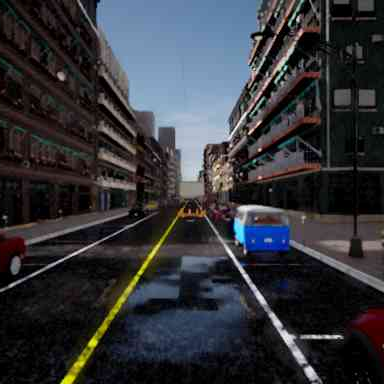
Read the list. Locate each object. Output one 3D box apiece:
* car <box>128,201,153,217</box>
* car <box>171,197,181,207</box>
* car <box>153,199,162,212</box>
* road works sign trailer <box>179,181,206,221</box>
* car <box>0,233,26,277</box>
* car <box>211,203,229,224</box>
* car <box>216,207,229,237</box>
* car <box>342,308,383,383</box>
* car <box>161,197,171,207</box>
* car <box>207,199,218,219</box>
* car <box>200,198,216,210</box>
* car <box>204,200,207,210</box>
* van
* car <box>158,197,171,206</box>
[{"bbox_3d":[-5.711,1.932,36.062,1.947,1.339,4.313,0,-1,0],"label":"car"},{"bbox_3d":[-3.066,1.998,64.644,2.097,1.767,4.553,0,-1,1],"label":"car"},{"bbox_3d":[-5.717,2.001,47.165,1.752,1.417,4.829,0,-1,0],"label":"car"},{"bbox_3d":[-0.018,0.776,30.570,2.380,3.560,2.880,0,-1,0],"label":"road works sign trailer"},{"bbox_3d":[-5.694,1.627,7.882,1.887,1.381,4.507,0,-1,0],"label":"car"},{"bbox_3d":[2.677,1.798,24.792,1.887,1.381,4.507,0,-1,0],"label":"car"},{"bbox_3d":[2.680,1.763,19.156,1.947,1.339,4.313,0,-1,0],"label":"car"},{"bbox_3d":[2.690,1.465,2.249,1.967,1.590,4.097,0,-1,0],"label":"car"},{"bbox_3d":[-5.727,2.082,64.246,1.967,1.590,4.097,0,-1,0],"label":"car"},{"bbox_3d":[2.674,1.750,30.430,1.967,1.590,4.097,0,-1,0],"label":"car"},{"bbox_3d":[2.665,1.793,47.339,2.192,1.841,5.009,0,-1,0],"label":"car"},{"bbox_3d":[2.671,1.917,36.064,2.008,1.369,4.403,0,-1,0],"label":"car"},{"bbox_3d":[2.684,1.481,13.522,1.690,1.788,3.998,0,-1,0],"label":"van"},{"bbox_3d":[-5.729,2.012,69.883,2.192,1.841,5.009,0,-1,0],"label":"car"}]
